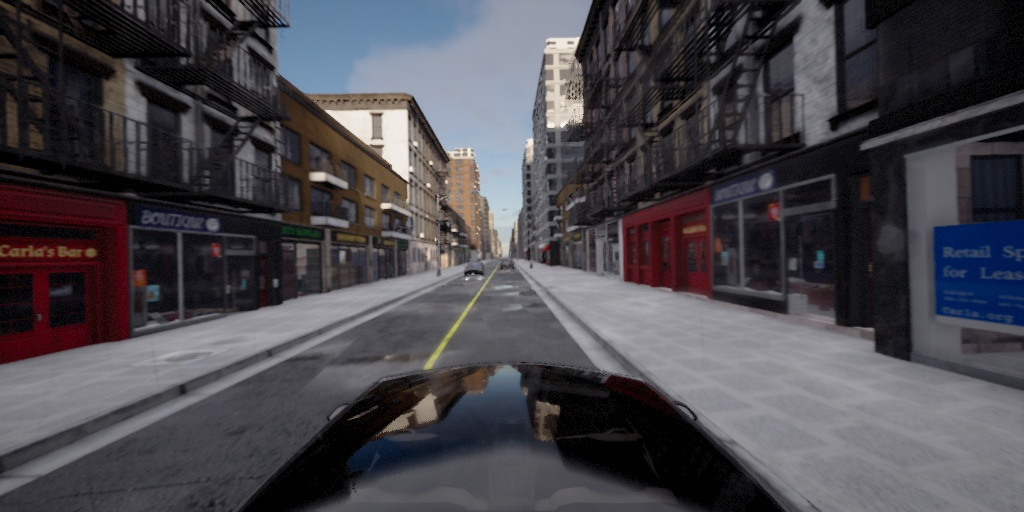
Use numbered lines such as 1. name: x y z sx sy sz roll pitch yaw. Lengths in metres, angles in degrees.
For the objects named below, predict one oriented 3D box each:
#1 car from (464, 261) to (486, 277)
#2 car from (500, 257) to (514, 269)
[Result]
1. car: -3.592 1.221 35.377 2.033 1.411 5.357 -1 0 -1
2. car: -0.630 1.017 49.732 2.128 1.511 4.902 -1 0 -1
